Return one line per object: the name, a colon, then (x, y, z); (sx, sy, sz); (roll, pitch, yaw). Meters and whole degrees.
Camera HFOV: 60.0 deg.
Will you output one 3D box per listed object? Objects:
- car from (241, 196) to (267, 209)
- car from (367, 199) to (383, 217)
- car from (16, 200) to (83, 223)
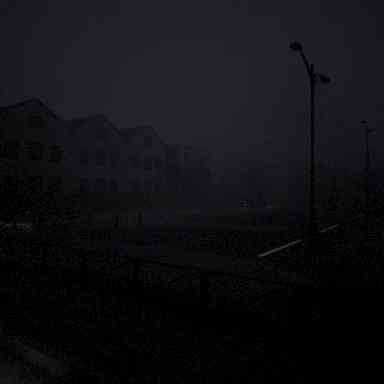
car: (7.975, 1.313, 42.816); (1.837, 1.490, 4.892); (0, 0, 35)
car: (15.420, 1.298, 26.809); (2.007, 1.523, 4.514); (0, 0, 35)
car: (-10.040, 1.334, 23.754); (1.812, 1.442, 4.674); (0, 0, 35)
